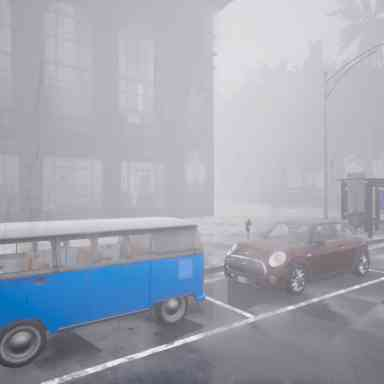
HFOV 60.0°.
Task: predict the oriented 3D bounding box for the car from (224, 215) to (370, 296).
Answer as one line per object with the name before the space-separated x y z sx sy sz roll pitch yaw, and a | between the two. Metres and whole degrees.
car | 2.751 1.439 8.605 4.097 1.590 1.967 0 0 -35

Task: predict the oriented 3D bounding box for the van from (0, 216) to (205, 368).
van | -1.670 1.341 5.459 3.998 1.788 1.690 0 0 -35
